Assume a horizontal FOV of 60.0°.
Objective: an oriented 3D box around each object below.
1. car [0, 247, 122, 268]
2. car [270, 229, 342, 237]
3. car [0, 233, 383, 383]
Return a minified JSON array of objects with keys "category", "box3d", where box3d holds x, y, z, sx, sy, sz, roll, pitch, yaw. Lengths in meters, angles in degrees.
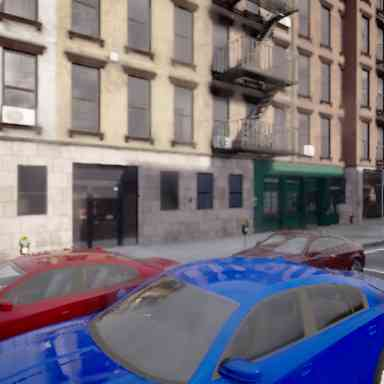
[{"category":"car","box3d":[-2.064,1.544,4.718,4.507,1.381,1.887,0,0,-36]},{"category":"car","box3d":[2.559,1.578,8.017,4.206,1.307,1.802,0,0,-36]},{"category":"car","box3d":[0.327,1.477,3.286,5.008,1.535,1.882,0,0,-36]}]
